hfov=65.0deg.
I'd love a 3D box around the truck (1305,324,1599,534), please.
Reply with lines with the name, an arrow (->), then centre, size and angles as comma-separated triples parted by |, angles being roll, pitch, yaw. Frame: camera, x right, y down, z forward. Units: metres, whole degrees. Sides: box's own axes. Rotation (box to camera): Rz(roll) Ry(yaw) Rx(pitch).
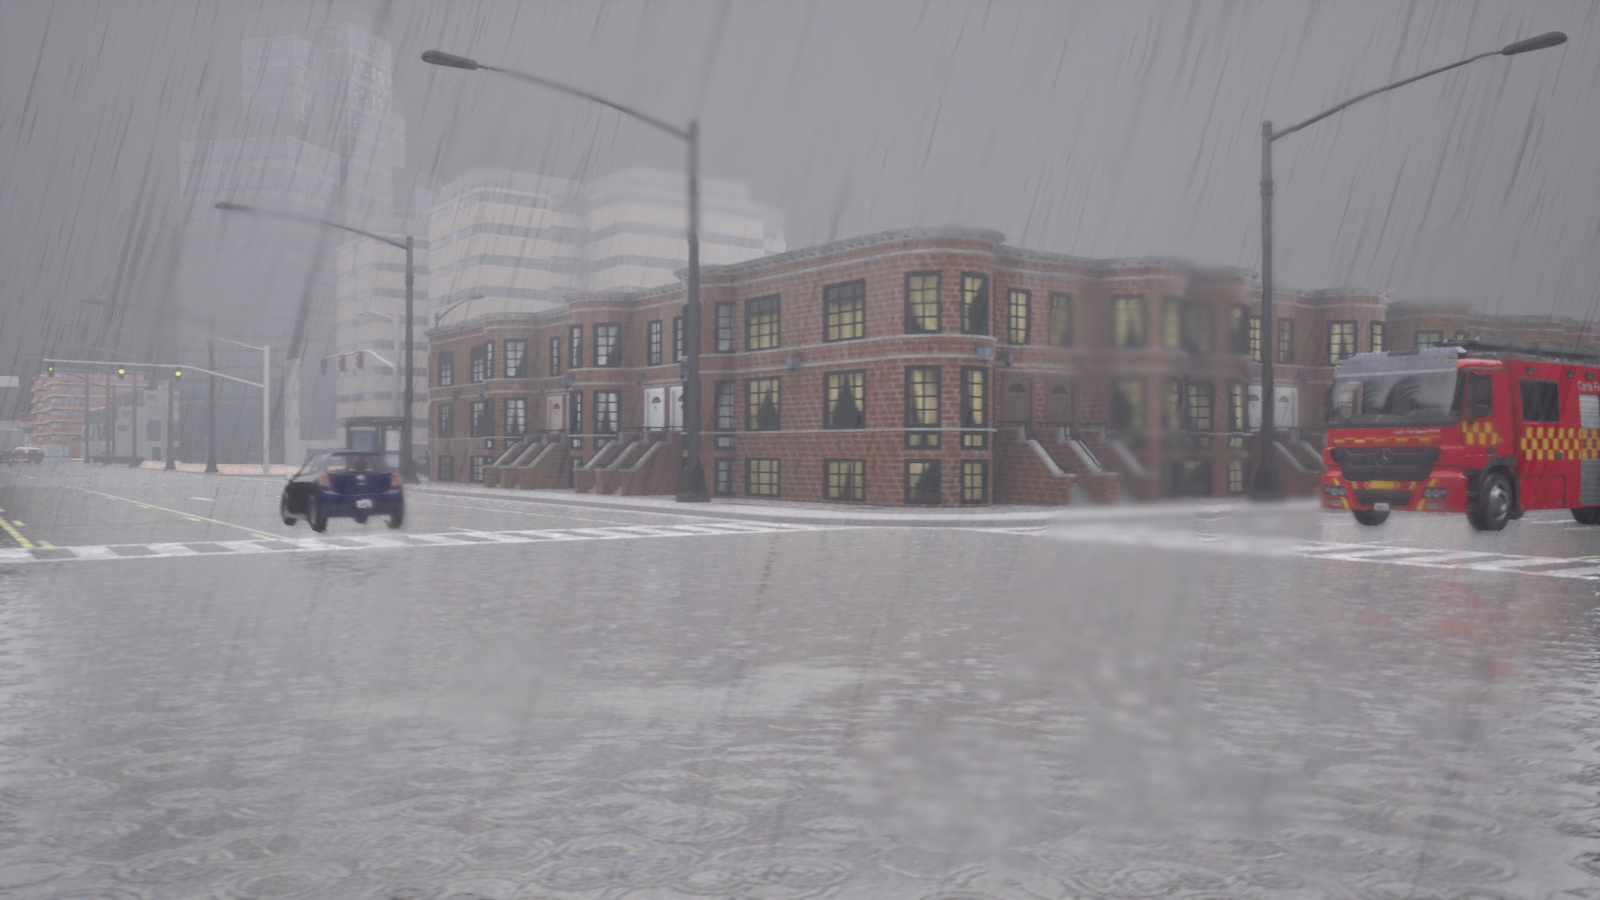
truck -> 14.493, -0.385, 26.538 | 8.468, 3.827, 2.891 | 0, 0, -35

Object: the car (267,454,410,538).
car -> -9.115, 0.838, 24.643 | 1.845, 1.501, 3.633 | 0, 0, -34
